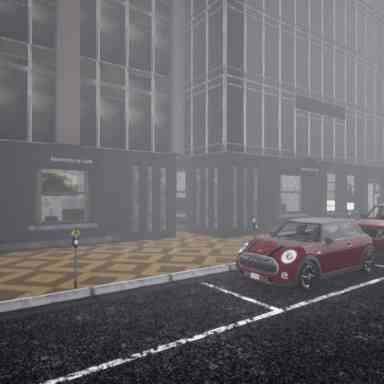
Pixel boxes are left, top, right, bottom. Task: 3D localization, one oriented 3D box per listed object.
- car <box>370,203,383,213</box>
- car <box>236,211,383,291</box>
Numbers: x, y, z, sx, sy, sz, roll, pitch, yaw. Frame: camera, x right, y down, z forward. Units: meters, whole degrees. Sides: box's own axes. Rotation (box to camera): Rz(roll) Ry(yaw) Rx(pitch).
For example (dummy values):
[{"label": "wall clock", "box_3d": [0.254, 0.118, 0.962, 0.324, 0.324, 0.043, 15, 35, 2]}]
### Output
[{"label": "car", "box_3d": [7.618, 1.310, 12.164, 5.009, 1.841, 2.192, 0, 0, -35]}, {"label": "car", "box_3d": [3.091, 1.439, 8.938, 4.097, 1.590, 1.967, 0, 0, -35]}]
